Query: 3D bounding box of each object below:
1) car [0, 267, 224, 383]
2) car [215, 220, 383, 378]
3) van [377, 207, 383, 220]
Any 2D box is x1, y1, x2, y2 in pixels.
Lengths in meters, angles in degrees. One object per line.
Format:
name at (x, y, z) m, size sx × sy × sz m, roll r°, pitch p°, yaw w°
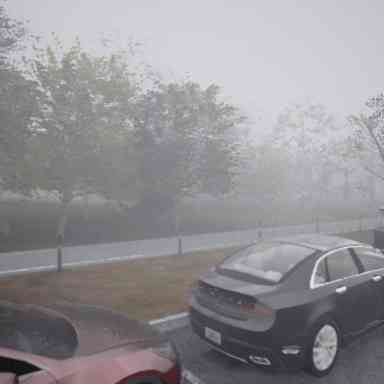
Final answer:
car at (-2.302, 1.509, 2.420) m, size 4.792 × 1.488 × 2.163 m, roll -1°, pitch 1°, yaw -37°
car at (2.188, 1.475, 5.614) m, size 4.892 × 1.521 × 2.231 m, roll -1°, pitch 1°, yaw -37°
van at (6.823, 1.268, 8.906) m, size 4.442 × 1.987 × 1.878 m, roll 0°, pitch 0°, yaw -33°
